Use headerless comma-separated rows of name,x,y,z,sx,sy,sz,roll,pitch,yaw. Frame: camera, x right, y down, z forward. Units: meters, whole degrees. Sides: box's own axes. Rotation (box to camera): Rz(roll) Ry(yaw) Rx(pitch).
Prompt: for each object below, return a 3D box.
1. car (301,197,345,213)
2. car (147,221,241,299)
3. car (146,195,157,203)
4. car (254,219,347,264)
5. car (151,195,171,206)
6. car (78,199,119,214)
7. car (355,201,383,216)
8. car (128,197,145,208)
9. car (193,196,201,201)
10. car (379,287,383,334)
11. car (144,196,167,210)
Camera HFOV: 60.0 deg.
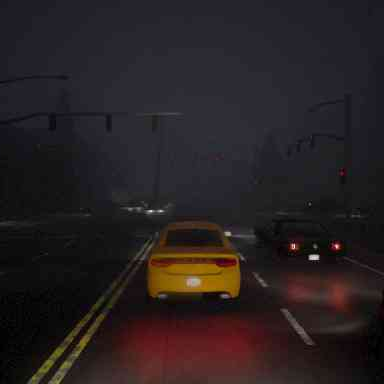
car,14.080,1.352,35.576,4.553,1.767,2.097,0,0,-2
car,0.033,1.478,8.487,1.882,1.535,5.008,0,0,0
car,-8.791,1.477,72.273,1.882,1.535,5.008,0,0,-1
car,3.501,1.601,11.811,1.895,1.301,4.718,0,0,-1
car,-4.898,1.351,53.830,2.097,1.767,4.553,0,0,-1
car,-10.021,1.507,36.040,1.837,1.490,4.892,3,1,32
car,18.770,1.547,32.211,5.357,1.411,2.033,0,0,-2
car,-8.292,1.547,49.533,2.033,1.411,5.357,0,0,-1
car,1.298,1.595,88.224,1.895,1.301,4.718,0,0,-1
car,3.597,1.478,2.721,1.882,1.535,5.008,0,0,0
car,-4.582,1.564,42.613,1.994,1.385,4.181,0,0,-2
